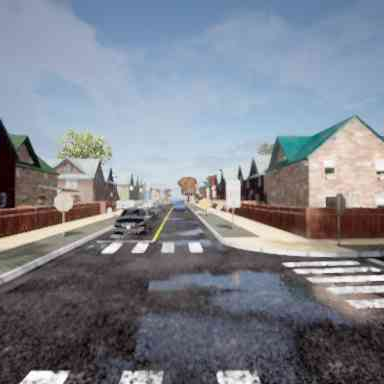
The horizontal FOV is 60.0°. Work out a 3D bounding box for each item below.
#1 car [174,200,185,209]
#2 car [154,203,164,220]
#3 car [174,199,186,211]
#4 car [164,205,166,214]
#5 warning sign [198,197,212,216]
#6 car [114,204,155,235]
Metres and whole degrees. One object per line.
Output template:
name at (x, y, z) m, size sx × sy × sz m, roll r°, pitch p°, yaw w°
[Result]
car at (-2.293, 2.294, 61.535) m, size 1.882 × 1.535 × 5.008 m, roll 0°, pitch -1°, yaw -2°
car at (-3.970, 1.954, 31.689) m, size 1.895 × 1.301 × 4.718 m, roll 0°, pitch -1°, yaw -2°
car at (-1.858, 2.200, 51.751) m, size 2.033 × 1.411 × 5.357 m, roll 0°, pitch -1°, yaw -2°
car at (-4.413, 2.091, 43.558) m, size 1.994 × 1.385 × 4.181 m, roll 0°, pitch -1°, yaw -1°
warning sign at (1.296, 1.498, 34.068) m, size 1.300 × 1.860 × 1.060 m, roll -1°, pitch -1°, yaw -2°
car at (-3.527, 1.715, 20.411) m, size 1.837 × 1.490 × 4.892 m, roll 0°, pitch -1°, yaw -2°
